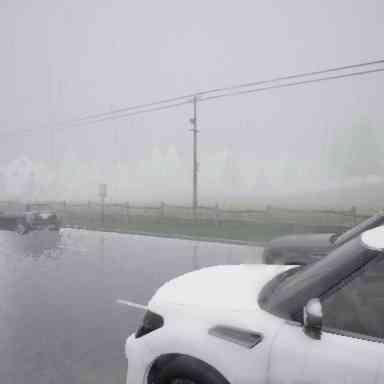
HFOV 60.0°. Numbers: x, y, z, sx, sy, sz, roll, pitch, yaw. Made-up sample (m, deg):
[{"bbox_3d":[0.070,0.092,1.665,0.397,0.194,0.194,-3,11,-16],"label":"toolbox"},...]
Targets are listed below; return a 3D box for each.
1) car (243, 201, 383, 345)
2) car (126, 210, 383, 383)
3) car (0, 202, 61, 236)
[{"bbox_3d":[3.857,1.222,5.478,5.566,2.045,2.150,0,0,34],"label":"car"},{"bbox_3d":[2.039,1.222,2.482,5.566,2.045,2.150,0,0,34],"label":"car"},{"bbox_3d":[-9.478,1.353,18.693,4.553,1.767,2.097,0,0,34],"label":"car"}]
